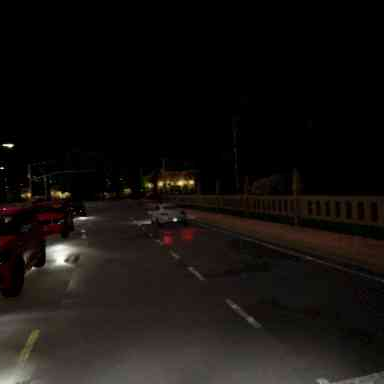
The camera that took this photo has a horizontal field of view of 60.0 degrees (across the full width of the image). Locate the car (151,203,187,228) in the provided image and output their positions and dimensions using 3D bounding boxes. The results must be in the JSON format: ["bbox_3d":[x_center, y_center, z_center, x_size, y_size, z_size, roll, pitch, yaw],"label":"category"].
[{"bbox_3d":[-1.607,1.448,22.056,1.812,1.442,4.674,-4,0,-15],"label":"car"}]

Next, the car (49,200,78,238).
[{"bbox_3d":[-8.308,1.581,19.643,2.150,2.045,5.566,-4,1,-14],"label":"car"}]

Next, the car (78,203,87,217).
[{"bbox_3d":[-12.823,1.997,37.059,1.837,1.490,4.892,-4,0,-14],"label":"car"}]

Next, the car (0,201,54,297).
[{"bbox_3d":[-5.576,1.501,9.285,2.150,2.045,5.566,-4,0,-15],"label":"car"}]

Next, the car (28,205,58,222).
[{"bbox_3d":[-16.314,2.261,36.627,2.033,1.411,5.357,-4,0,-14],"label":"car"}]
